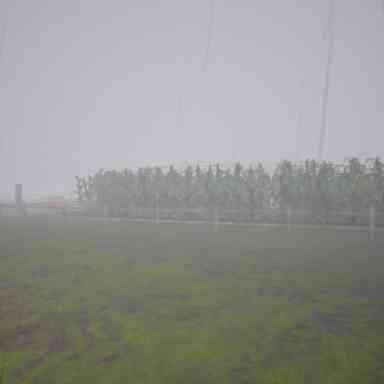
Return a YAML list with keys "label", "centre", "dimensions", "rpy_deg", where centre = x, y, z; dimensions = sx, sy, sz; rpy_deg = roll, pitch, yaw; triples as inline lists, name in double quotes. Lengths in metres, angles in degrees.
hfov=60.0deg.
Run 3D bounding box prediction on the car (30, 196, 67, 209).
- label: "car"
  centre: [-18.445, 1.276, 42.966]
  dimensions: [2.097, 1.767, 4.553]
  rpy_deg: [0, 0, 27]
